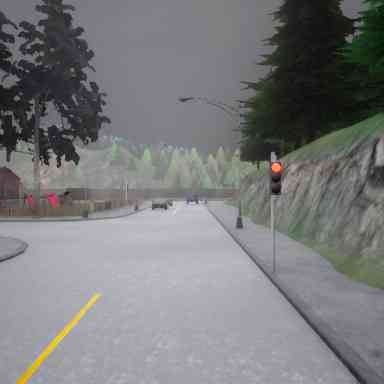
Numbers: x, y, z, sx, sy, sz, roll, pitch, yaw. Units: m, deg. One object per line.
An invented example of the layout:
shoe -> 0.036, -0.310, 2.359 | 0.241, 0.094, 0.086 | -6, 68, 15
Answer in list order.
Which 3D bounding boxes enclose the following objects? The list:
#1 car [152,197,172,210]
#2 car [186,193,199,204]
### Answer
car -> -4.053, 1.478, 42.940 | 1.882, 1.535, 5.008 | 0, 0, 0
car -> 0.068, 1.221, 62.571 | 2.150, 2.045, 5.566 | 0, 0, 0
